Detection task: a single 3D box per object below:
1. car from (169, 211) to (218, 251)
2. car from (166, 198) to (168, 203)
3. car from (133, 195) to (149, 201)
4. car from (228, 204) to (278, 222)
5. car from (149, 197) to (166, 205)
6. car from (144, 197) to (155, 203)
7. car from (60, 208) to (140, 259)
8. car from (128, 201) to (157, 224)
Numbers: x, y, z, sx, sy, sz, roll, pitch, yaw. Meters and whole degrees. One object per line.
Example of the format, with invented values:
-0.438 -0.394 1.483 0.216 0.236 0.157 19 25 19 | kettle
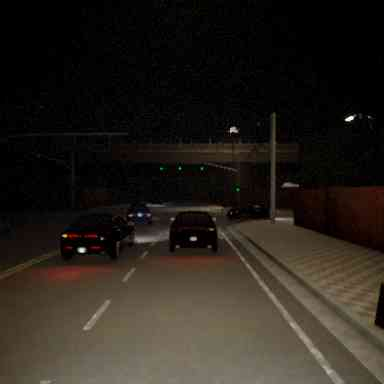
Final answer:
0.069 1.555 14.464 1.882 1.535 5.008 0 0 0 | car
-6.996 1.961 82.789 1.812 1.442 4.674 0 0 0 | car
-10.498 1.580 67.169 2.150 2.045 5.566 0 0 0 | car
5.066 1.667 27.785 4.181 1.385 1.994 0 -1 -23 | car
-7.001 1.915 67.256 1.994 1.385 4.181 0 0 0 | car
-10.496 1.977 83.088 2.033 1.411 5.357 0 0 0 | car
-3.440 1.575 12.857 1.837 1.490 4.892 0 0 0 | car
-4.205 1.669 25.787 2.033 1.411 5.357 0 0 -13 | car
